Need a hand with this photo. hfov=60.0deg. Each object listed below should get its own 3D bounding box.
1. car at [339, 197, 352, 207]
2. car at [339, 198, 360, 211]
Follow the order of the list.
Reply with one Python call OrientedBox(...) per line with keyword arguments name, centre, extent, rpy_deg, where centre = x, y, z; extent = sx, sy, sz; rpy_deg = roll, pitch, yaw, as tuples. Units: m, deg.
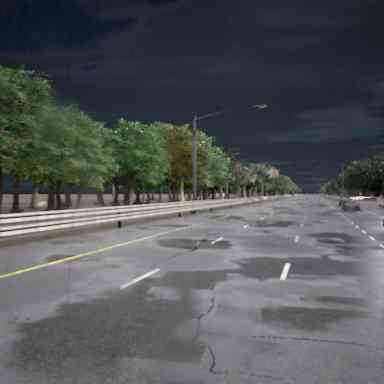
OrientedBox(name="car", centre=(27.316, 1.731, 59.047), extent=(1.882, 1.535, 5.008), rpy_deg=(0, -1, 28))
OrientedBox(name="car", centre=(20.755, 1.668, 43.630), extent=(2.128, 1.511, 4.902), rpy_deg=(0, 0, 20))
